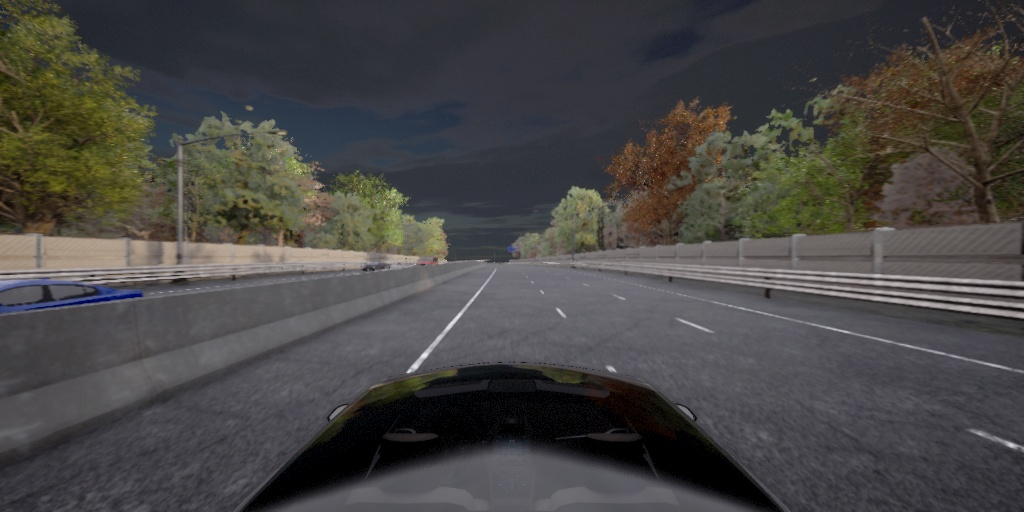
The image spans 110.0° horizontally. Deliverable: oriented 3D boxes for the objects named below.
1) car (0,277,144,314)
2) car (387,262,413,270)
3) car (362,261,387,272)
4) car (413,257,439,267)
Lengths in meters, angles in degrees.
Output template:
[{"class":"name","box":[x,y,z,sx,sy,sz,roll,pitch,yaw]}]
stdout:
[{"class":"car","box":[-10.608,1.245,7.334,1.882,1.535,5.008,0,0,0]},{"class":"car","box":[-14.643,1.465,47.882,1.895,1.301,4.718,0,0,-1]},{"class":"car","box":[-18.135,1.415,47.779,2.033,1.411,5.357,0,0,-1]},{"class":"car","box":[-11.144,1.082,47.928,2.150,2.045,5.566,0,0,-1]}]
